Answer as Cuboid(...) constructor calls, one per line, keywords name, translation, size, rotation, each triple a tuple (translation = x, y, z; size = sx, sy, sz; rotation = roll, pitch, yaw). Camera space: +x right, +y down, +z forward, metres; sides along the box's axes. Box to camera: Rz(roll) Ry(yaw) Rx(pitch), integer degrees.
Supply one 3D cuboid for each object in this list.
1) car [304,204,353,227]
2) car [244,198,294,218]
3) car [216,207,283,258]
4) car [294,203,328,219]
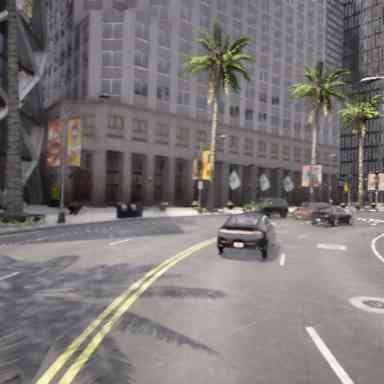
Cuboid(name="car", translation=(11.438, 1.942, 27.082), size=(4.892, 1.490, 1.837), rotation=(2, -1, -43))
Cuboid(name="car", translation=(7.436, 1.574, 33.278), size=(5.566, 2.045, 2.150), rotation=(2, -1, -41))
Cuboid(name="car", translation=(2.344, 1.616, 13.606), size=(2.128, 1.511, 4.902), rotation=(1, 0, 18))
Cuboid(name="car", translation=(11.883, 1.826, 32.511), size=(4.553, 1.767, 2.097), rotation=(2, 0, -37))
